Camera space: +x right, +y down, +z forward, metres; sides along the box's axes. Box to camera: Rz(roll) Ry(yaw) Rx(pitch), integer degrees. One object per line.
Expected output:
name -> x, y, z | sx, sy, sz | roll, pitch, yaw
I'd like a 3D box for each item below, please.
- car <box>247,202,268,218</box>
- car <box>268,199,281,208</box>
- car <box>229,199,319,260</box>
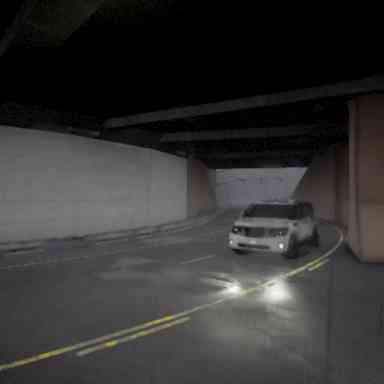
car -> 6.810, 1.864, 35.007 | 2.033, 1.411, 5.357 | 0, -1, 10
car -> 14.494, 1.995, 58.619 | 1.882, 1.535, 5.008 | 0, -1, 10
car -> 3.550, 1.341, 13.438 | 2.150, 2.045, 5.566 | 0, 0, 33
